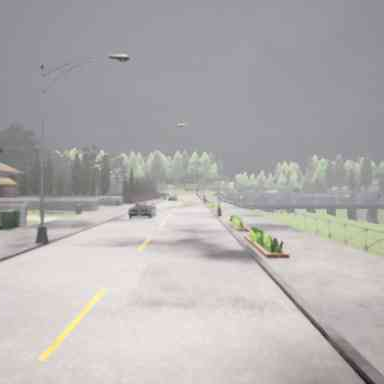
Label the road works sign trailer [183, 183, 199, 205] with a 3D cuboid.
[{"bbox_3d":[-0.013,0.275,53.686,2.380,3.560,2.880,0,0,0],"label":"road works sign trailer"}]

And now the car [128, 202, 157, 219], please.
[{"bbox_3d":[-4.105,1.501,28.136,1.895,1.301,4.718,0,0,0],"label":"car"}]

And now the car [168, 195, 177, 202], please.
[{"bbox_3d":[-4.017,1.290,69.314,2.033,1.411,5.357,0,0,0],"label":"car"}]
